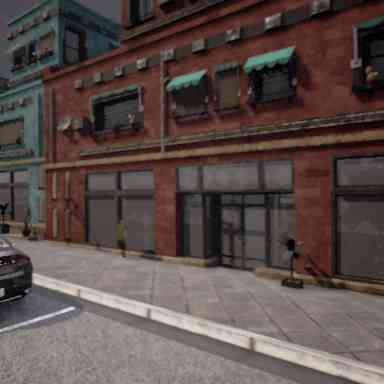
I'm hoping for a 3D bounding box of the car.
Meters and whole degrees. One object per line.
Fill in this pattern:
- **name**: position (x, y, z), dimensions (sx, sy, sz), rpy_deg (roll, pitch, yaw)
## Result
- **car**: position (-5.266, 1.443, 7.005), dimensions (4.892, 1.521, 2.231), rpy_deg (0, 0, 35)
